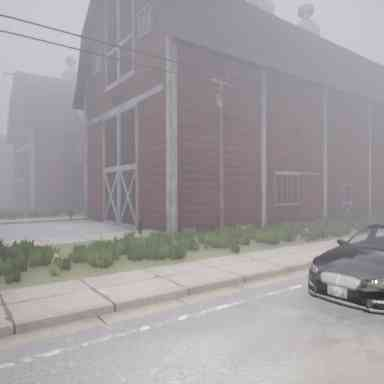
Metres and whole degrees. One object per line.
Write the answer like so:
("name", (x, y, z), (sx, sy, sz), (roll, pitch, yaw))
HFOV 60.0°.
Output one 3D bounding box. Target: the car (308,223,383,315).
("car", (4.520, 1.458, 7.216), (4.902, 1.511, 2.128), (0, 0, -36))
